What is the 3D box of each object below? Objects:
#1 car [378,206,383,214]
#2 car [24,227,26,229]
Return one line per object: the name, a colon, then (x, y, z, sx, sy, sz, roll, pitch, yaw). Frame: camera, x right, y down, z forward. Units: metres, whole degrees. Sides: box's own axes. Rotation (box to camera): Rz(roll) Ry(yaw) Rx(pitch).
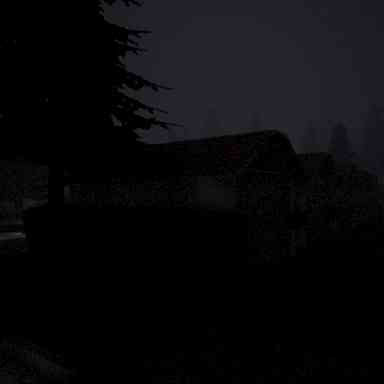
car: (21.660, 2.047, 42.059, 4.902, 1.511, 2.128, 0, -1, 26)
car: (-9.437, 1.864, 23.760, 2.097, 1.767, 4.553, -1, -1, 36)
